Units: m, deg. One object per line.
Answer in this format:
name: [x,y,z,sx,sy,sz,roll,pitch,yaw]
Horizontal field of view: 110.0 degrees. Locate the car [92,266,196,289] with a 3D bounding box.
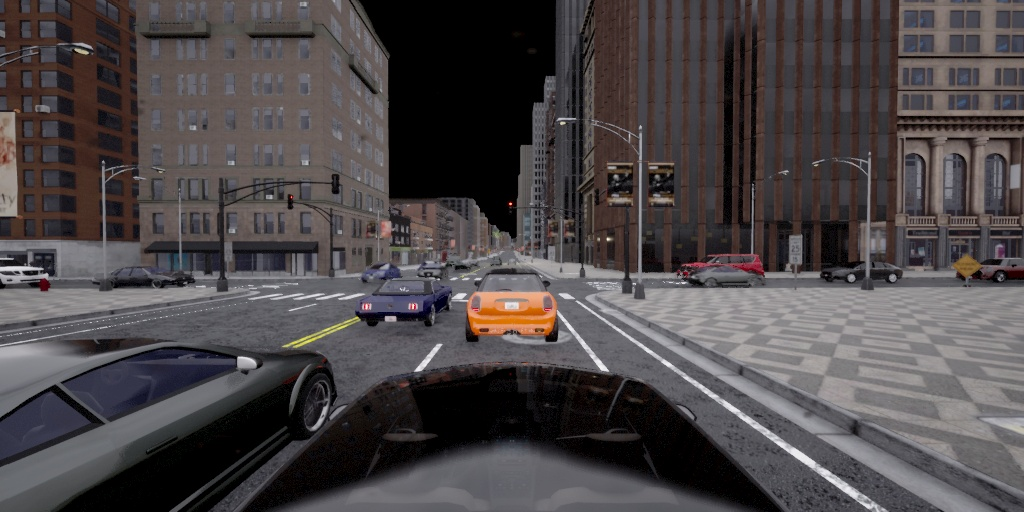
car: [-24.119,1.397,23.564,5.357,1.411,2.033,0,1,0]

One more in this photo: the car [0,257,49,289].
car: [-34.311,1.105,23.614,5.566,2.045,2.150,0,1,0]

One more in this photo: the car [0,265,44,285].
car: [-38.446,1.408,26.838,4.181,1.385,1.994,0,1,0]

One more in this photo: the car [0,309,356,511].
car: [-3.158,1.314,2.742,1.994,1.385,4.181,0,0,1]

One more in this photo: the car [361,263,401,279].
car: [-9.863,1.282,27.472,1.812,1.442,4.674,0,0,0]

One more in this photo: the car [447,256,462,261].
car: [-9.855,1.004,61.791,2.150,2.045,5.566,0,0,0]

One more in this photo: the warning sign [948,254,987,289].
warning sign: [25.168,0.827,19.830,1.060,1.860,1.300,0,0,0]

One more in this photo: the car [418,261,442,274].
car: [-9.872,1.296,43.356,1.812,1.442,4.674,0,0,0]

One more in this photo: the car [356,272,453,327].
car: [-3.154,1.350,11.561,1.895,1.301,4.718,0,0,0]

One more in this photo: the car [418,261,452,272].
car: [-6.616,1.324,30.405,1.994,1.385,4.181,0,0,0]

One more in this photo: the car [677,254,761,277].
car: [14.827,0.875,25.589,5.566,2.045,2.150,0,1,0]

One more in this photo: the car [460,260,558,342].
car: [0.006,1.101,9.911,2.097,1.767,4.553,0,0,0]

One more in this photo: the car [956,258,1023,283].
car: [35.001,0.926,25.666,4.553,1.767,2.097,0,1,0]

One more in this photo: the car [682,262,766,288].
car: [13.345,1.277,22.443,4.181,1.385,1.994,0,1,0]

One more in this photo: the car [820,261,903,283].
car: [24.883,1.119,25.631,4.892,1.490,1.837,0,1,0]

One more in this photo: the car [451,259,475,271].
car: [-6.625,1.375,48.641,1.895,1.301,4.718,0,0,0]
